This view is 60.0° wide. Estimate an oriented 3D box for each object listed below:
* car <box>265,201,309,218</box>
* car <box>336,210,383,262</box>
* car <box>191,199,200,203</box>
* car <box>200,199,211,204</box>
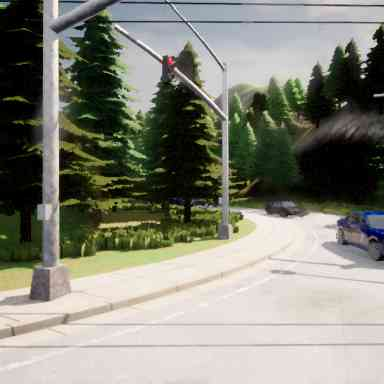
[{"bbox_3d":[8.450,1.547,30.334,2.033,1.411,5.357,0,0,-12],"label":"car"},{"bbox_3d":[6.974,1.481,12.329,1.882,1.535,5.008,0,0,5],"label":"car"},{"bbox_3d":[-1.840,1.209,49.518,2.150,2.045,5.566,0,0,-41],"label":"car"},{"bbox_3d":[1.987,1.505,50.068,1.837,1.490,4.892,0,0,-37],"label":"car"}]
